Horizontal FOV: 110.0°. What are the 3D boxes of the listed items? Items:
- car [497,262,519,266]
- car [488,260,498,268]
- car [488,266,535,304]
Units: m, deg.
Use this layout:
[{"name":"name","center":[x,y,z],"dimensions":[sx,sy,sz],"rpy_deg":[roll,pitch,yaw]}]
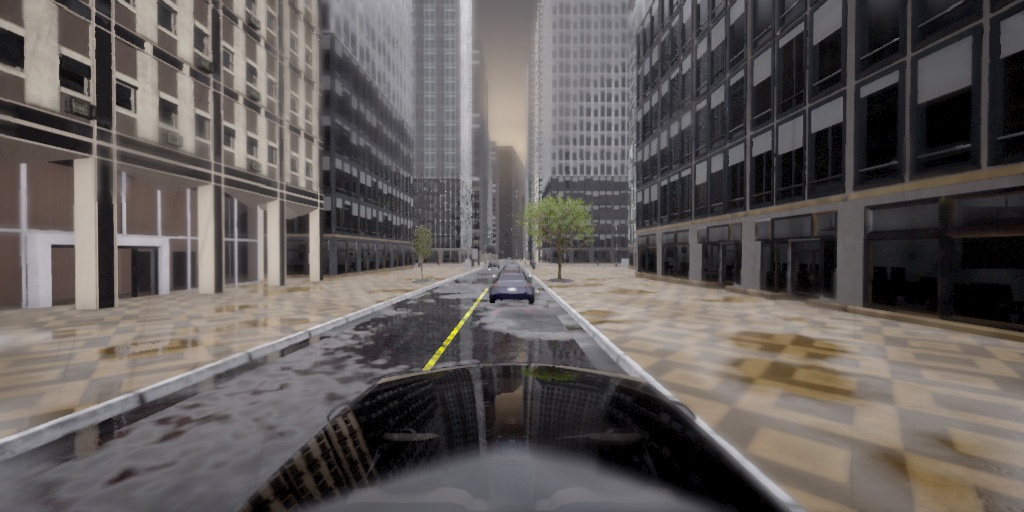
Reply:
[{"name":"car","center":[0.000,1.328,31.502],"dimensions":[1.994,1.385,4.181],"rpy_deg":[0,0,0]},{"name":"car","center":[-3.000,1.386,59.505],"dimensions":[2.033,1.411,5.357],"rpy_deg":[0,0,0]},{"name":"car","center":[0.000,1.321,16.501],"dimensions":[1.994,1.385,4.181],"rpy_deg":[0,0,0]}]
